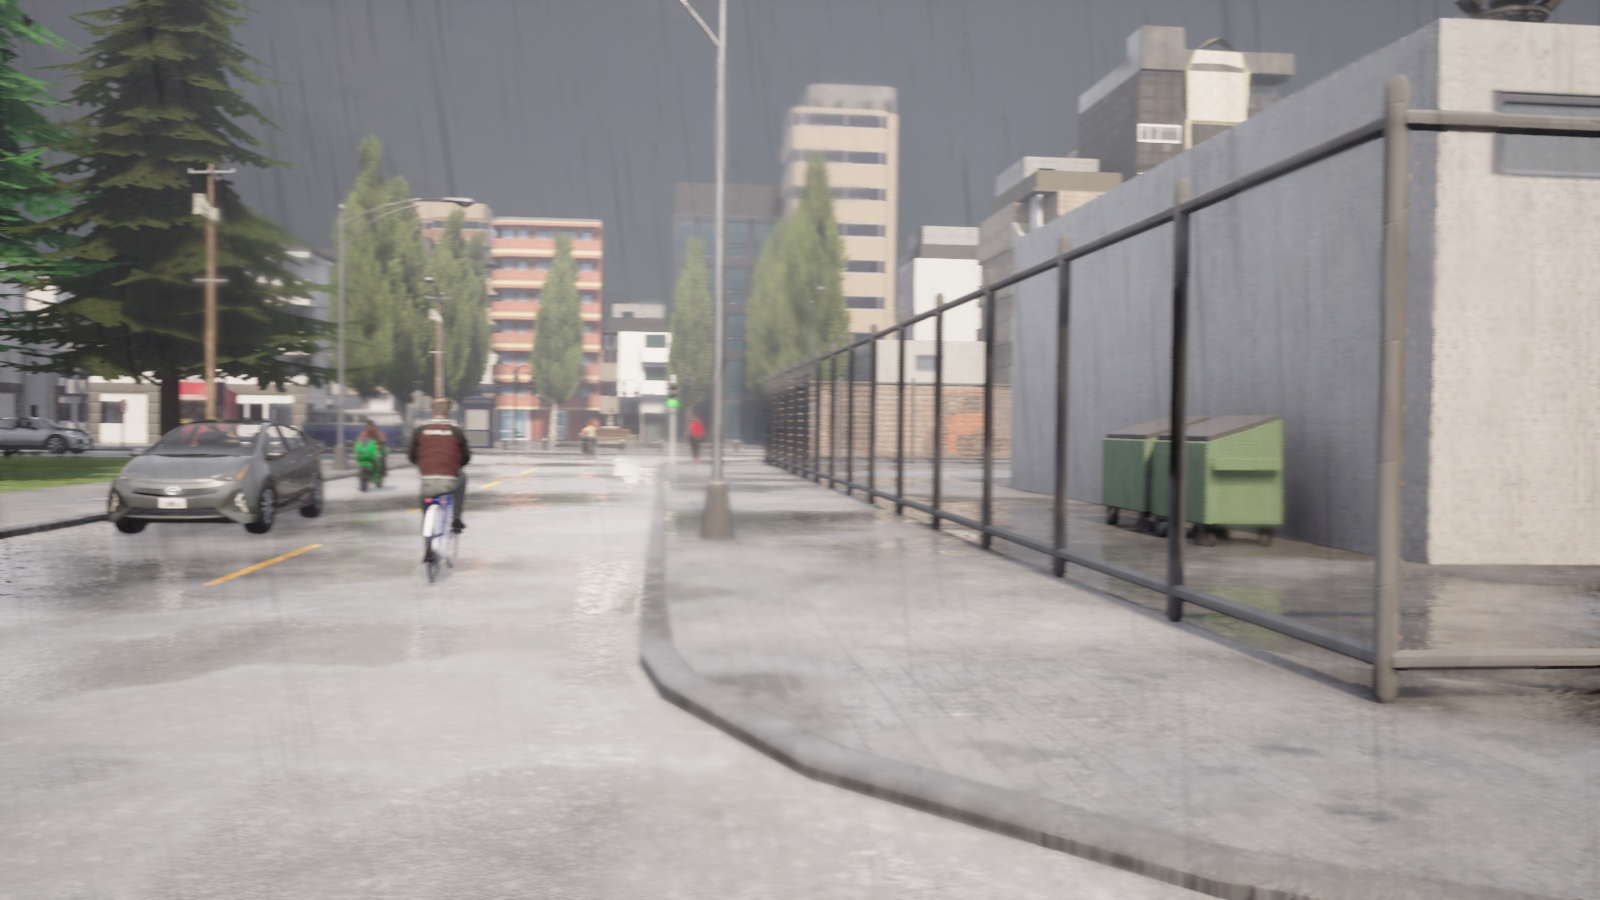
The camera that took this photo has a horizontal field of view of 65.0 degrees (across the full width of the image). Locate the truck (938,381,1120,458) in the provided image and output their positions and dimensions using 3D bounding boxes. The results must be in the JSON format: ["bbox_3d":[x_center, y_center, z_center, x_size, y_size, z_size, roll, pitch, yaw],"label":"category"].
[{"bbox_3d":[10.740,-1.458,59.228,7.936,3.462,2.891,-1,1,-6],"label":"truck"}]

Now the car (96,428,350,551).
[{"bbox_3d":[-8.113,0.459,18.178,2.007,1.525,4.514,-1,1,-7],"label":"car"}]

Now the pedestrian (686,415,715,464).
[{"bbox_3d":[-3.823,-0.411,48.154,0.899,1.844,0.634,-1,1,-31],"label":"pedestrian"}]

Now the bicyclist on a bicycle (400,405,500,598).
[{"bbox_3d":[-3.450,0.451,12.513,0.659,1.776,1.843,-1,1,-7],"label":"bicyclist on a bicycle"}]

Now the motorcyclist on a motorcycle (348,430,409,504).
[{"bbox_3d":[-9.029,0.329,26.968,0.797,1.523,2.044,-1,1,-6],"label":"motorcyclist on a motorcycle"}]

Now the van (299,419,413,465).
[{"bbox_3d":[-19.761,-0.375,56.016,4.442,1.987,1.775,-1,1,-5],"label":"van"}]

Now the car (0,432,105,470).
[{"bbox_3d":[-30.609,0.041,50.865,3.806,1.475,1.970,-1,1,-5],"label":"car"}]
